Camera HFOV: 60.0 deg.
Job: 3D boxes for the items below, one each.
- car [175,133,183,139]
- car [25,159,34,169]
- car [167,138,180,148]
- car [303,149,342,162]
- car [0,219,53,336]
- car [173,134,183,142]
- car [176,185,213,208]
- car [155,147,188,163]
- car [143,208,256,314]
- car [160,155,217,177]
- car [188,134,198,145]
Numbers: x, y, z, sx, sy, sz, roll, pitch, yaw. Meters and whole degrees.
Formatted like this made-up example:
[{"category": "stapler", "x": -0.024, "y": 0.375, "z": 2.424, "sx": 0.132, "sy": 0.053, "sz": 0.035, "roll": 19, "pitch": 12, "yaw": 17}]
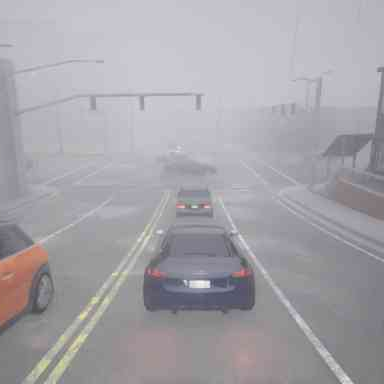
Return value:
[{"category": "car", "x": -3.349, "y": -14.790, "z": 87.987, "sx": 1.812, "sy": 1.442, "sz": 4.674, "roll": 0, "pitch": 12, "yaw": 0}, {"category": "car", "x": -19.083, "y": -3.076, "z": 34.441, "sx": 5.008, "sy": 1.535, "sz": 1.882, "roll": 0, "pitch": 12, "yaw": 0}, {"category": "car", "x": -3.472, "y": -8.293, "z": 58.751, "sx": 1.895, "sy": 1.301, "sz": 4.718, "roll": 0, "pitch": 12, "yaw": -2}, {"category": "car", "x": 16.189, "y": -4.551, "z": 41.321, "sx": 4.674, "sy": 1.442, "sz": 1.812, "roll": 0, "pitch": 12, "yaw": 0}, {"category": "car", "x": -3.599, "y": 1.282, "z": 4.183, "sx": 2.097, "sy": 1.767, "sz": 4.553, "roll": 0, "pitch": 2, "yaw": 0}, {"category": "car", "x": -3.383, "y": -10.488, "z": 68.398, "sx": 2.128, "sy": 1.511, "sz": 4.902, "roll": 0, "pitch": 12, "yaw": 0}, {"category": "car", "x": 0.123, "y": 0.362, "z": 17.257, "sx": 2.033, "sy": 1.411, "sz": 5.357, "roll": 0, "pitch": 8, "yaw": 0}, {"category": "car", "x": -2.355, "y": -4.221, "z": 40.200, "sx": 1.895, "sy": 1.301, "sz": 4.718, "roll": 8, "pitch": 14, "yaw": 31}, {"category": "car", "x": 0.116, "y": 1.346, "z": 7.375, "sx": 1.994, "sy": 1.385, "sz": 4.181, "roll": 0, "pitch": 3, "yaw": 0}, {"category": "car", "x": -0.185, "y": -2.312, "z": 30.927, "sx": 5.008, "sy": 1.535, "sz": 1.882, "roll": 0, "pitch": 12, "yaw": 0}, {"category": "car", "x": 0.217, "y": -10.392, "z": 67.955, "sx": 1.812, "sy": 1.442, "sz": 4.674, "roll": 0, "pitch": 12, "yaw": 0}]
